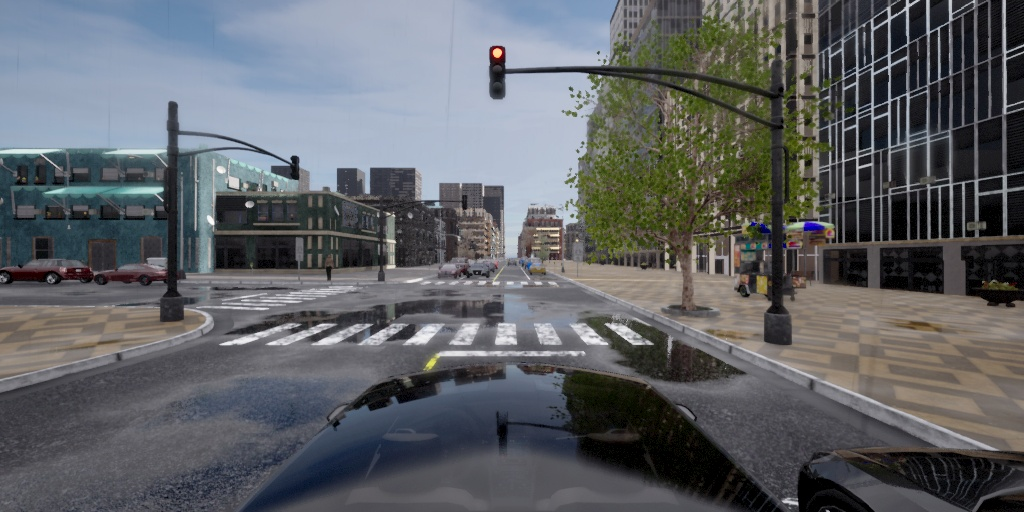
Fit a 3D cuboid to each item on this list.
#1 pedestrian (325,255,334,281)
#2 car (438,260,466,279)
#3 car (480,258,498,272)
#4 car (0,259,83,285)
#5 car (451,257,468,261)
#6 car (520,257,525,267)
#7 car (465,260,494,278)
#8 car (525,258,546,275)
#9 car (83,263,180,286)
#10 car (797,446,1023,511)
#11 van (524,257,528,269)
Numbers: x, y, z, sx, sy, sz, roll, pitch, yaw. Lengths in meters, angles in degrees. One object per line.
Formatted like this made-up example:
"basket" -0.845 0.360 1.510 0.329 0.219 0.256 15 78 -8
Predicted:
"pedestrian" -12.739 0.788 24.963 0.375 1.860 0.375 0 -1 -1
"car" -5.676 1.334 32.956 1.802 1.307 4.207 0 0 0
"car" -3.081 1.317 43.828 1.994 1.385 4.181 0 0 0
"car" -28.360 0.879 21.800 4.097 1.591 1.967 0 0 -1
"car" -5.674 1.067 38.507 2.192 1.841 5.009 0 0 0
"car" 2.713 1.305 55.159 2.007 1.370 4.403 0 0 0
"car" -3.085 1.316 33.779 1.994 1.385 4.181 0 0 0
"car" 2.706 1.278 38.676 1.751 1.417 4.829 0 0 0
"car" -22.812 1.089 21.876 4.207 1.307 1.802 0 0 -1
"car" 2.691 1.316 0.476 1.948 1.339 4.313 0 0 0
"van" 2.709 1.094 44.057 1.690 1.789 3.998 0 0 0
